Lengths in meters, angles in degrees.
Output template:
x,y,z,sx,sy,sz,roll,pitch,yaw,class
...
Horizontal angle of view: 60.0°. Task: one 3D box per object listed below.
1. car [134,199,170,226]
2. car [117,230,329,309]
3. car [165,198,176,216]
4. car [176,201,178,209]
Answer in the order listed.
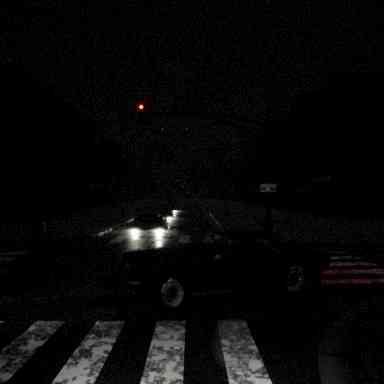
x,y,z,sx,sy,sz,roll,pitch,yaw,class
-2.912,1.492,23.982,1.882,1.535,5.008,0,0,0,car
0.704,1.601,7.744,4.718,1.301,1.895,0,0,-21,car
-2.931,1.498,33.451,1.882,1.535,5.008,0,0,0,car
-2.939,1.532,43.533,1.837,1.490,4.892,0,0,0,car
